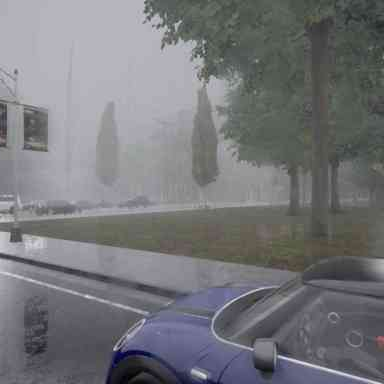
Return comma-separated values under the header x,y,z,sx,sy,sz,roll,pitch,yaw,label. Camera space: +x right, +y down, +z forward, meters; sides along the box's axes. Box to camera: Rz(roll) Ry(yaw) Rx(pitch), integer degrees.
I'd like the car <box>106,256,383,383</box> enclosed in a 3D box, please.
x,y,z,sx,sy,sz,roll,pitch,yaw,label
1.394,1.352,2.694,4.553,1.767,2.097,0,0,36,car

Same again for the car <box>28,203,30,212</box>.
x,y,z,sx,sy,sz,roll,pitch,yaw,label
-19.779,1.695,43.090,1.882,1.535,5.008,0,0,35,car

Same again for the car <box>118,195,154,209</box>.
x,y,z,sx,sy,sz,roll,pitch,yaw,label
-9.132,1.514,52.631,2.150,2.045,5.566,0,0,36,car

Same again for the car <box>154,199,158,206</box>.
x,y,z,sx,sy,sz,roll,pitch,yaw,label
-8.150,1.836,59.652,2.128,1.511,4.902,0,0,36,car

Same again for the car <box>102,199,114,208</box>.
x,y,z,sx,sy,sz,roll,pitch,yaw,label
-14.096,1.837,51.209,1.994,1.385,4.181,0,0,35,car

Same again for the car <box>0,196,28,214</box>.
x,y,z,sx,sy,sz,roll,pitch,yaw,label
-21.085,1.399,35.563,2.150,2.045,5.566,0,0,34,car

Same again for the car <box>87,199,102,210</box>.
x,y,z,sx,sy,sz,roll,pitch,yaw,label
-15.121,1.778,44.079,2.033,1.411,5.357,0,0,35,car

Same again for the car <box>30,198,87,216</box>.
x,y,z,sx,sy,sz,roll,pitch,yaw,label
-13.721,1.535,34.390,2.097,1.767,4.553,0,0,35,car
